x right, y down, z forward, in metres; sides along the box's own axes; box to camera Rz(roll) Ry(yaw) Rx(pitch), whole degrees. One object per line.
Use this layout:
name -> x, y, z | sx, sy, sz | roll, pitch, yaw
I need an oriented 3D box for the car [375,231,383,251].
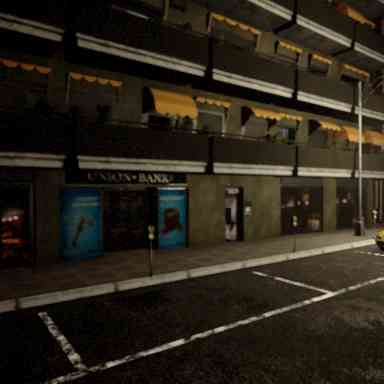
car -> 8.927, 1.517, 12.936 | 4.829, 1.417, 1.752 | 0, 0, -35
